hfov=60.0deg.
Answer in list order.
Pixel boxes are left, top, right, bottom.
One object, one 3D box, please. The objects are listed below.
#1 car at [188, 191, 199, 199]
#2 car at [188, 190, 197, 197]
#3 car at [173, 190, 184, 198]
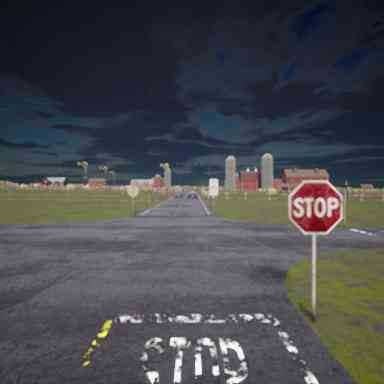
[{"bbox_3d":[0.111,0.537,61.499,1.812,1.442,4.674,0,1,0],"label":"car"},{"bbox_3d":[0.128,0.328,71.566,1.895,1.301,4.718,0,1,0],"label":"car"},{"bbox_3d":[-2.632,0.442,66.538,1.837,1.490,4.892,0,1,0],"label":"car"}]
